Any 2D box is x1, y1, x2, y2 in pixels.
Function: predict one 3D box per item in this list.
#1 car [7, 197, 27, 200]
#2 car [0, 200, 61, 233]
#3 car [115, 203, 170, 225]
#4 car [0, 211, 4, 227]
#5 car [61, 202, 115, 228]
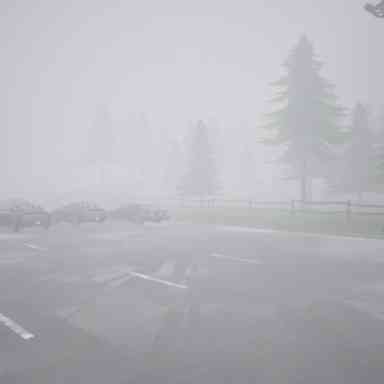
[{"bbox_3d":[-20.252,1.373,38.146,4.892,1.490,1.837,0,0,43],"label":"car"},{"bbox_3d":[-9.862,1.424,19.119,4.902,1.511,2.128,0,0,43],"label":"car"},{"bbox_3d":[-3.911,1.461,23.159,5.357,1.411,2.033,0,0,43],"label":"car"},{"bbox_3d":[-10.320,1.551,14.790,4.718,1.301,1.895,0,0,43],"label":"car"},{"bbox_3d":[-7.496,1.413,21.698,4.902,1.511,2.128,0,0,43],"label":"car"}]
